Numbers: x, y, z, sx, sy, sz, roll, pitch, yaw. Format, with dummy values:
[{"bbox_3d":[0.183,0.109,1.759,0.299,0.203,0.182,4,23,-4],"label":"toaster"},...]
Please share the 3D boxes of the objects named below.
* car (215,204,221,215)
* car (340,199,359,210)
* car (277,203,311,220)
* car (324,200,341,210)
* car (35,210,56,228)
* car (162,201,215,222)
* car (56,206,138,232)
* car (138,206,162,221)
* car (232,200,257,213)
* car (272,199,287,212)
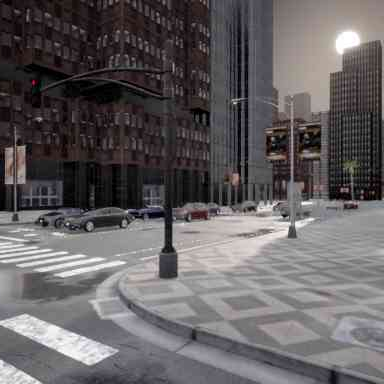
[{"bbox_3d":[1.539,1.998,38.692,1.837,1.490,4.892,0,-1,35],"label":"car"},{"bbox_3d":[28.709,2.478,59.923,1.882,1.535,5.008,0,-2,35],"label":"car"},{"bbox_3d":[10.960,2.139,34.794,1.895,1.301,4.718,0,-1,35],"label":"car"},{"bbox_3d":[26.787,2.616,62.836,1.895,1.301,4.718,0,-1,35],"label":"car"},{"bbox_3d":[-8.928,1.794,23.882,1.994,1.385,4.181,0,-1,35],"label":"car"},{"bbox_3d":[-0.210,1.738,30.585,2.097,1.767,4.553,0,-1,35],"label":"car"},{"bbox_3d":[-6.158,1.741,22.173,1.837,1.490,4.892,0,-1,35],"label":"car"},{"bbox_3d":[-3.879,1.957,31.037,1.895,1.301,4.718,0,-1,35],"label":"car"},{"bbox_3d":[7.455,1.995,47.010,2.097,1.767,4.553,0,-1,37],"label":"car"},{"bbox_3d":[13.721,2.279,50.143,1.837,1.490,4.892,0,-1,35],"label":"car"}]
